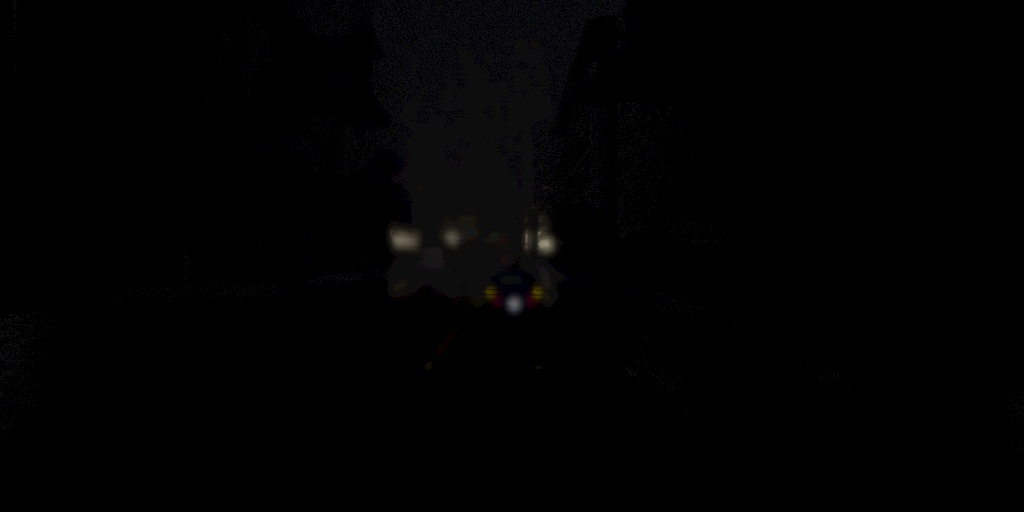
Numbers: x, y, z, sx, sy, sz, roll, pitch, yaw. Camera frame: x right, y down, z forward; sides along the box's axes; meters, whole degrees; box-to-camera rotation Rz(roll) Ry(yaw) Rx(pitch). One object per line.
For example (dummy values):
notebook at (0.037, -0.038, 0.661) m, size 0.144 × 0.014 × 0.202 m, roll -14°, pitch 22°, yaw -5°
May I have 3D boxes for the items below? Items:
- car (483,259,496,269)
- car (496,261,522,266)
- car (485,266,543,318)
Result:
car at (-3.065, 1.147, 52.592) m, size 1.812 × 1.442 × 4.674 m, roll 0°, pitch 0°, yaw 0°
car at (0.069, 1.171, 28.827) m, size 2.128 × 1.511 × 4.902 m, roll 0°, pitch 0°, yaw 0°
car at (0.063, 1.244, 12.796) m, size 1.812 × 1.442 × 4.674 m, roll 0°, pitch -1°, yaw 0°
